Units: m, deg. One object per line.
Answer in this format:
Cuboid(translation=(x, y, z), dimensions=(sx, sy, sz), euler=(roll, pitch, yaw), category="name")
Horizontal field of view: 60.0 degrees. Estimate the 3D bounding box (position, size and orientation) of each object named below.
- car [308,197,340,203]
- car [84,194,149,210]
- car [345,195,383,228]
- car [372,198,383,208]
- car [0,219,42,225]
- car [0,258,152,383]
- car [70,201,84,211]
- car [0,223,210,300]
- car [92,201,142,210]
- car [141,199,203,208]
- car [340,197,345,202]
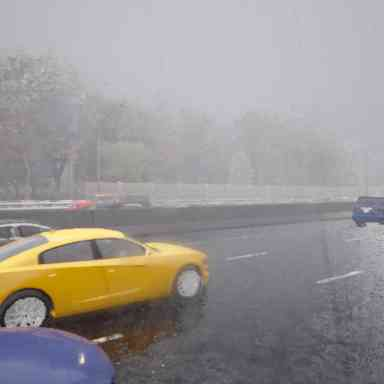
Cuboid(translation=(18.342, 1.556, 47.106), dimensions=(4.892, 1.490, 1.837), euler=(-1, 0, -35), category="car")
Cuboid(translation=(-6.275, 1.225, 29.603), dimensions=(5.566, 2.045, 2.150), euler=(0, 0, -35), category="car")
Cuboid(translation=(12.488, 1.236, 21.246), dimensions=(5.566, 2.045, 2.150), euler=(0, 0, -35), category="car")
Cuboid(translation=(29.499, 1.650, 50.727), dimensions=(4.181, 1.385, 1.994), euler=(0, 0, -35), category="car")
Cuboid(translation=(-4.588, 1.491, 9.068), dimensions=(4.902, 1.511, 2.128), euler=(0, 0, -35), category="car")
Cuboid(translation=(-2.715, 1.526, 1.810), dimensions=(4.674, 1.442, 1.812), euler=(0, 0, -35), category="car")
Cuboid(translation=(-8.790, 1.225, 32.103), dimensions=(5.566, 2.045, 2.150), euler=(0, 0, -36), category="car")
Cuboid(translation=(-1.911, 1.478, 6.680), dimensions=(5.008, 1.535, 1.882), euler=(0, 0, -36), category="car")
Cuboid(translation=(-5.040, 1.604, 26.186), dimensions=(4.718, 1.301, 1.895), euler=(0, 0, -35), category="car")
Cuboid(translation=(-0.905, 1.496, 24.834), dimensions=(4.902, 1.511, 2.128), euler=(0, 0, -35), category="car")
Cuboid(translation=(25.185, 1.633, 56.227), dimensions=(5.357, 1.411, 2.033), euler=(0, 0, -35), category="car")
